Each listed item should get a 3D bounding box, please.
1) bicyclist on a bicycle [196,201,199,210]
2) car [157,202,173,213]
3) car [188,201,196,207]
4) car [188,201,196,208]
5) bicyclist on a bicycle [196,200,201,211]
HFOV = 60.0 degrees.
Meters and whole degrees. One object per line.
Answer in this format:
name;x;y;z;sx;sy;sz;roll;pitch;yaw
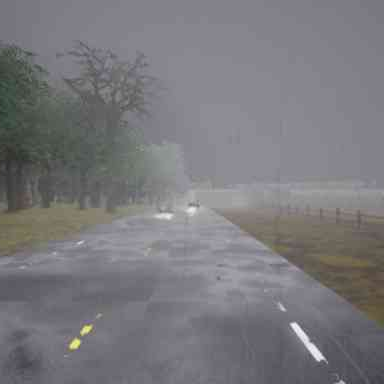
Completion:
bicyclist on a bicycle;0.991;2.303;58.082;0.582;1.620;1.656;0;-2;0
car;-3.560;2.031;44.116;2.128;1.511;4.902;0;-1;0
car;0.041;3.054;87.402;2.128;1.511;4.902;0;-2;0
car;0.035;2.782;74.932;1.837;1.490;4.892;0;-2;0
bicyclist on a bicycle;0.967;2.088;49.694;0.866;1.612;1.509;0;-1;0
